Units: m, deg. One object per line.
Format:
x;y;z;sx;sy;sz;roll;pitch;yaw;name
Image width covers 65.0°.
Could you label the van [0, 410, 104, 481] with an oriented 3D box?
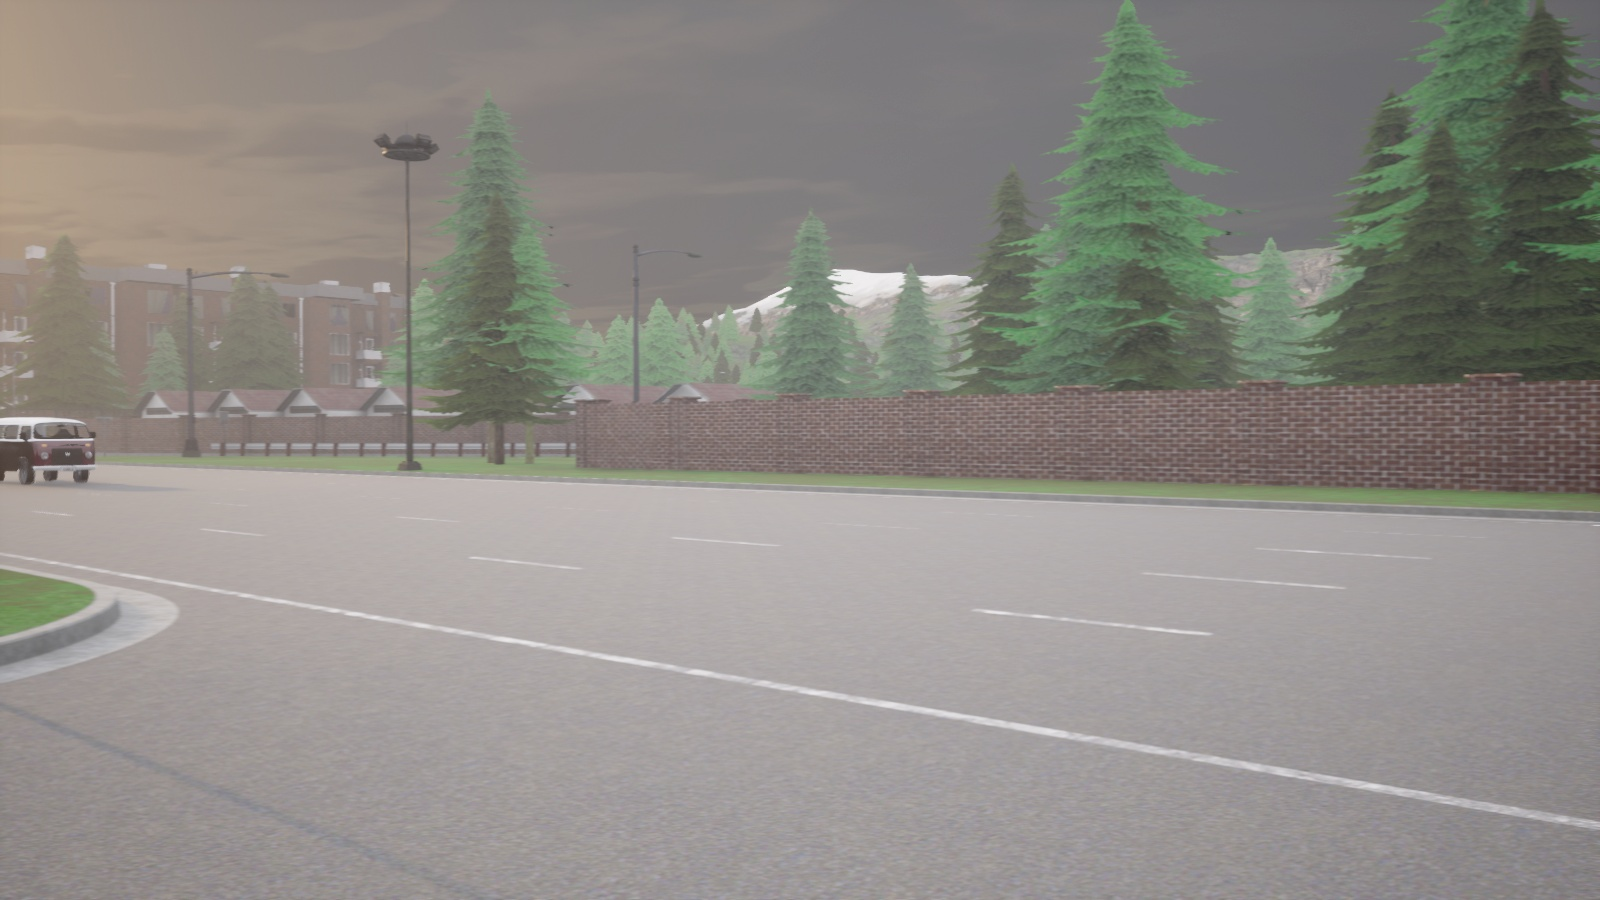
-23.370;-0.175;38.492;4.480;2.038;2.069;1;1;40;van
